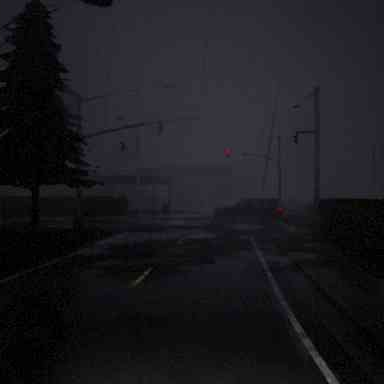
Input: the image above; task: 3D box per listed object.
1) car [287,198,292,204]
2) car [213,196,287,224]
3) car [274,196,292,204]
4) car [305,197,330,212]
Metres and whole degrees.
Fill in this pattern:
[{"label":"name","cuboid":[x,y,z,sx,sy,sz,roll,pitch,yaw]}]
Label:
[{"label":"car","cuboid":[21.119,2.142,77.372,3.806,1.475,1.970,0,-1,6]},{"label":"car","cuboid":[4.507,1.536,27.189,5.566,2.045,2.150,0,-1,6]},{"label":"car","cuboid":[22.092,1.890,80.612,3.866,1.878,1.905,0,-1,6]},{"label":"car","cuboid":[17.407,1.782,43.318,5.027,1.636,2.152,0,-1,6]}]
